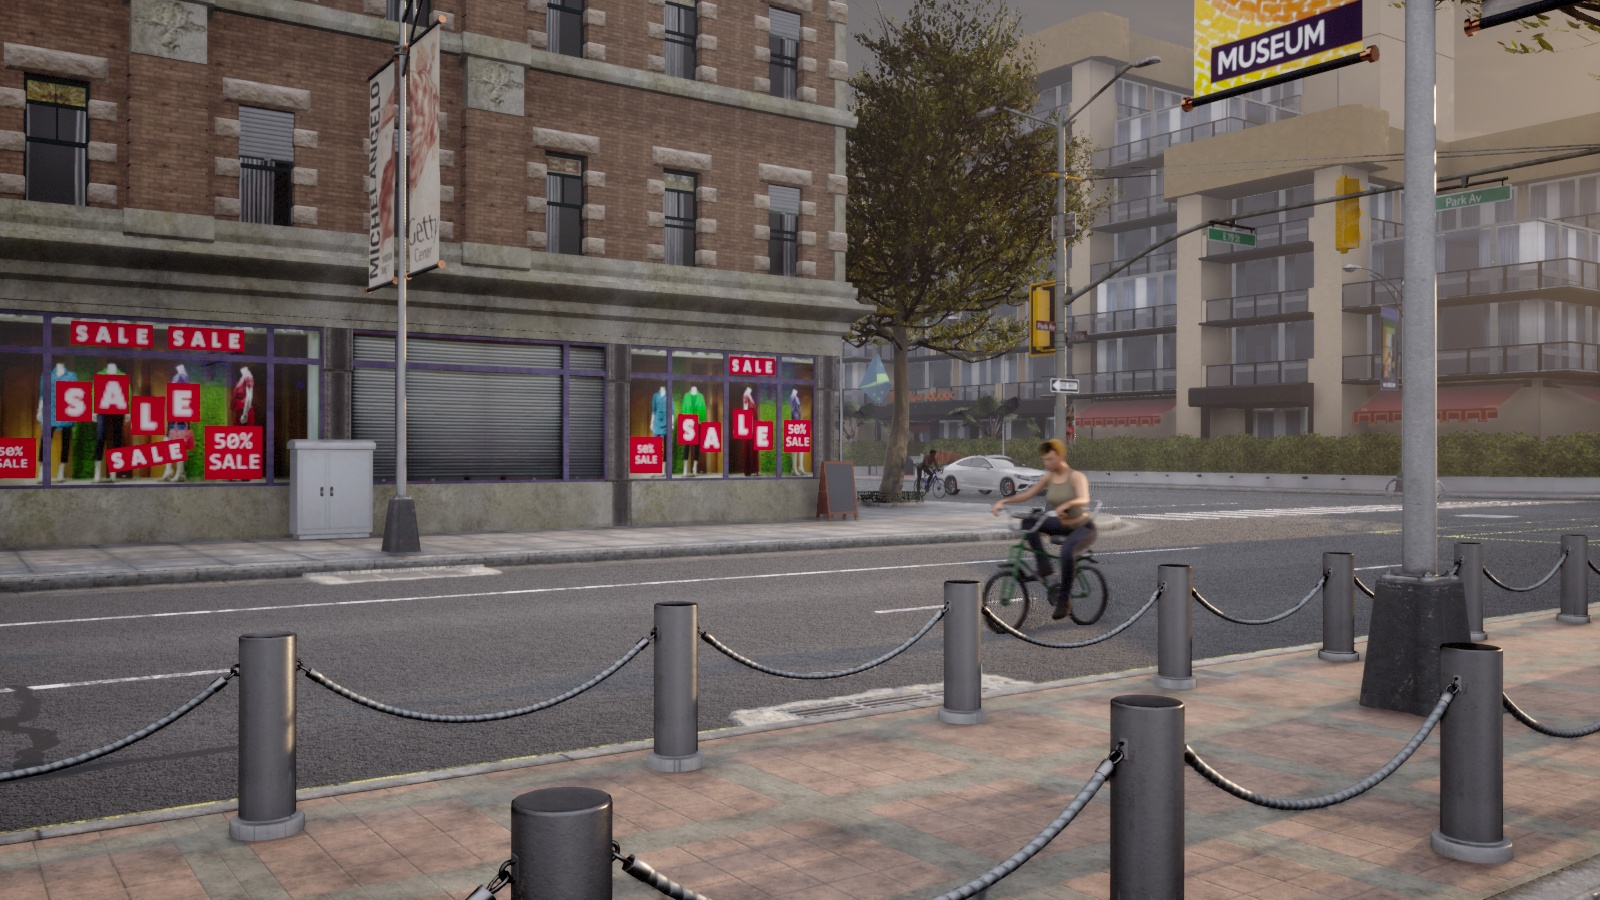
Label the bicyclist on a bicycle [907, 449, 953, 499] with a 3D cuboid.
[{"bbox_3d":[4.320,0.791,41.780,0.582,1.620,1.656,0,0,-35],"label":"bicyclist on a bicycle"}]

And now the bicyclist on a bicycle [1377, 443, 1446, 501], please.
[{"bbox_3d":[19.038,0.671,39.105,0.659,1.776,1.843,0,0,-35],"label":"bicyclist on a bicycle"}]

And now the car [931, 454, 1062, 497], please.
[{"bbox_3d":[6.844,0.864,44.275,1.812,1.442,4.674,0,0,-35],"label":"car"}]

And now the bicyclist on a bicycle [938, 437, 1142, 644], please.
[{"bbox_3d":[2.017,0.703,10.534,1.509,1.612,0.866,0,0,-35],"label":"bicyclist on a bicycle"}]
